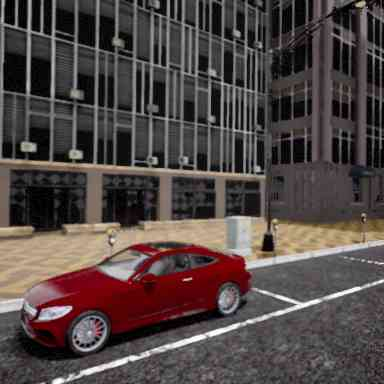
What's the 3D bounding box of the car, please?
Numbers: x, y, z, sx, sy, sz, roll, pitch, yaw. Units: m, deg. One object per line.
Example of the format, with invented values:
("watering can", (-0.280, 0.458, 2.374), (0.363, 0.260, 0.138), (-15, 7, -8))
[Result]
("car", (-0.727, 1.601, 6.029), (4.206, 1.307, 1.802), (0, 0, -35))
